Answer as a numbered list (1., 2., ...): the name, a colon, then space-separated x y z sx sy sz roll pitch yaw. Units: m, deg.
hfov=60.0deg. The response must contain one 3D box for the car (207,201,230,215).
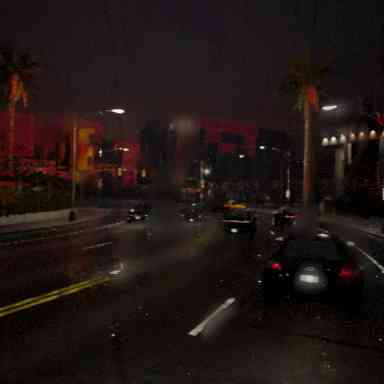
1. car: 2.231 1.728 37.293 1.882 1.535 5.008 2 0 -13

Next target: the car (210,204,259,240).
1. car: 2.582 1.649 18.354 2.128 1.511 4.902 1 0 13

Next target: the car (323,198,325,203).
1. car: 27.008 2.361 65.552 2.002 1.452 4.674 1 0 -34

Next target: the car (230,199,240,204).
1. car: 4.780 1.781 40.737 1.801 1.575 5.366 1 0 -16

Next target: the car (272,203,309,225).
1. car: 6.694 1.761 22.816 2.128 1.511 4.902 1 0 6

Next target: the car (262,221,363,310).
1. car: 3.025 1.675 8.307 1.994 1.385 4.181 1 0 22

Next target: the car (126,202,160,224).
1. car: -3.607 1.565 25.325 1.837 1.490 4.892 1 -1 3

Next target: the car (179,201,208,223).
1. car: 0.006 1.695 27.168 2.033 1.411 5.357 1 0 1

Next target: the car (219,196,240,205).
1. car: 8.197 1.828 73.099 2.185 1.767 4.553 1 0 -34
